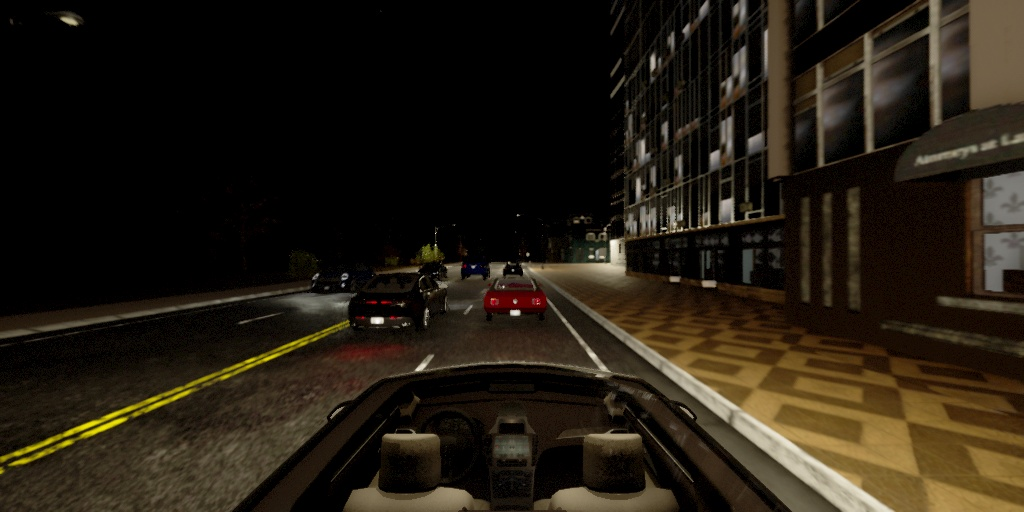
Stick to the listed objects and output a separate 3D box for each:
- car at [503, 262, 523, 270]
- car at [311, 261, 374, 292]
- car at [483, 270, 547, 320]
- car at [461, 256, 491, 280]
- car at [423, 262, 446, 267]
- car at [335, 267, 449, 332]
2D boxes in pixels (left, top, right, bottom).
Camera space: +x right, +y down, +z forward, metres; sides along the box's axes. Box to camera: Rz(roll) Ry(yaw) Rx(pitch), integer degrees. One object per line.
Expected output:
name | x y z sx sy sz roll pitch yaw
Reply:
car | 0.101 1.330 36.352 1.994 1.385 4.181 0 0 0
car | -9.843 1.113 21.298 2.097 1.767 4.553 0 0 0
car | 0.101 1.356 12.607 1.895 1.301 4.718 0 0 0
car | -3.149 0.986 31.780 2.150 2.045 5.566 0 0 0
car | -6.582 1.269 30.019 1.837 1.490 4.892 0 0 0
car | -3.149 1.260 10.811 1.837 1.490 4.892 0 0 0
